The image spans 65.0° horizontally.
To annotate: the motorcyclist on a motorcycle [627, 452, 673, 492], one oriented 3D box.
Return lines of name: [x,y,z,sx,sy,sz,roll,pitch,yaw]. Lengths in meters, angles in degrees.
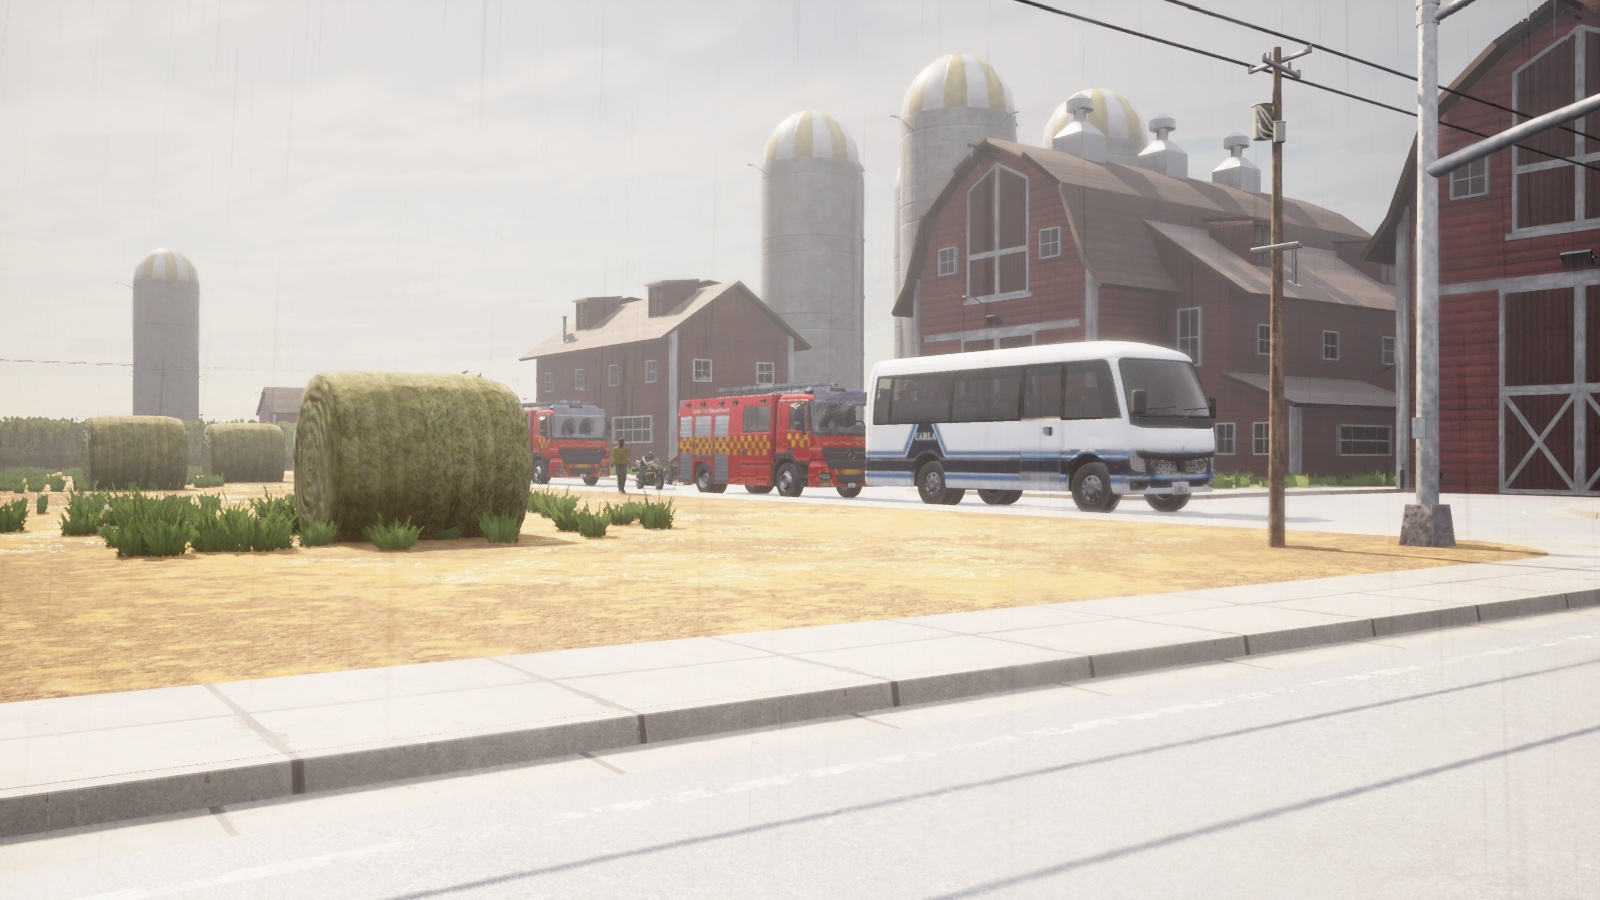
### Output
motorcyclist on a motorcycle: [-5.970,0.870,49.922,0.866,1.530,2.191,-1,0,-36]

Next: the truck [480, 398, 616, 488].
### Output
truck: [-11.783,-0.280,57.959,2.891,3.827,8.468,0,0,-36]

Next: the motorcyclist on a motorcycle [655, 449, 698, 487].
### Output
motorcyclist on a motorcycle: [-5.439,0.782,55.157,0.766,1.649,2.350,-1,0,-36]

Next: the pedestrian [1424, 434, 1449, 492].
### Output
pedestrian: [20.206,0.415,39.870,0.331,1.846,0.634,0,0,-35]

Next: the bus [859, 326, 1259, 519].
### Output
bus: [6.317,-0.595,32.948,3.944,4.253,10.273,0,0,-36]

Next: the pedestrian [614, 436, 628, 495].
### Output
pedestrian: [-5.596,0.482,39.306,0.370,1.835,0.726,0,0,-14]

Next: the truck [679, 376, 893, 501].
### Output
truck: [-0.707,-0.342,42.652,2.891,3.827,8.468,0,0,-36]
